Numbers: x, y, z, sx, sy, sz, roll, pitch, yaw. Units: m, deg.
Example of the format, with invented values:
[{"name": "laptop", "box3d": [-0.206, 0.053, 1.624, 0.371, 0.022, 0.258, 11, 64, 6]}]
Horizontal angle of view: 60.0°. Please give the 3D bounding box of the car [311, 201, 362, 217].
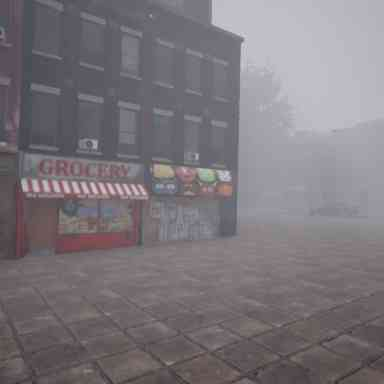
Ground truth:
[{"name": "car", "box3d": [13.944, 1.664, 32.456, 1.837, 1.490, 4.892, 2, -2, -35]}]
